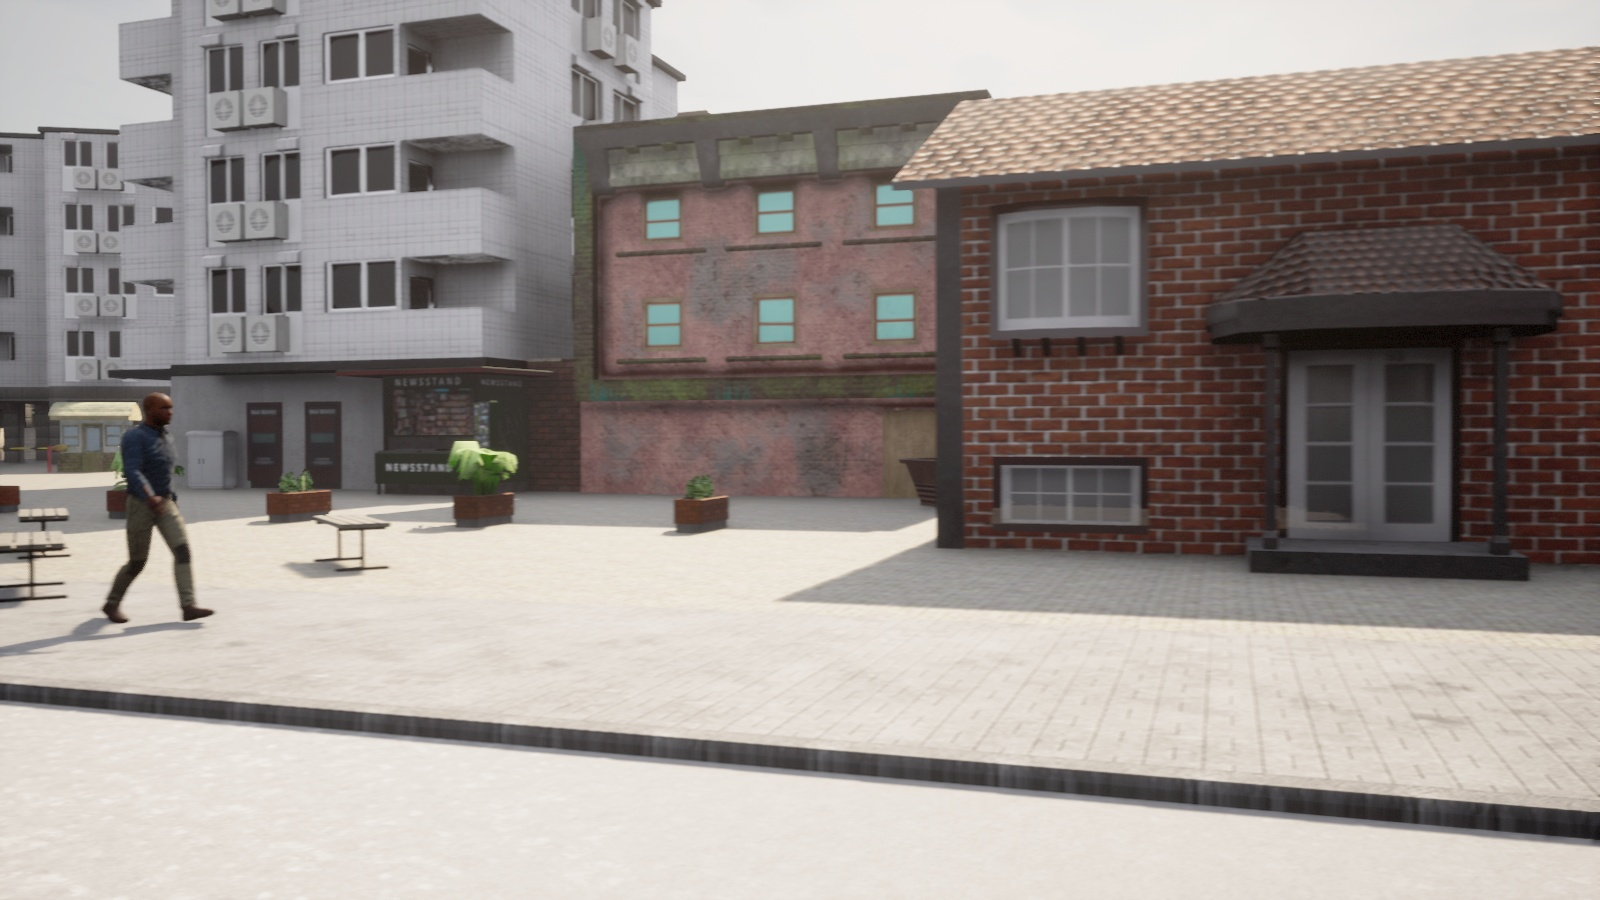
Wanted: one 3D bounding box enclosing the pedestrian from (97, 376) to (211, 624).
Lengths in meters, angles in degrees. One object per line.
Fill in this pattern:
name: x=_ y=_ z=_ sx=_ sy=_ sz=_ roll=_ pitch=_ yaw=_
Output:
pedestrian: x=-4.931 y=0.364 z=9.591 sx=0.726 sy=1.835 sz=0.370 roll=1 pitch=1 yaw=20
